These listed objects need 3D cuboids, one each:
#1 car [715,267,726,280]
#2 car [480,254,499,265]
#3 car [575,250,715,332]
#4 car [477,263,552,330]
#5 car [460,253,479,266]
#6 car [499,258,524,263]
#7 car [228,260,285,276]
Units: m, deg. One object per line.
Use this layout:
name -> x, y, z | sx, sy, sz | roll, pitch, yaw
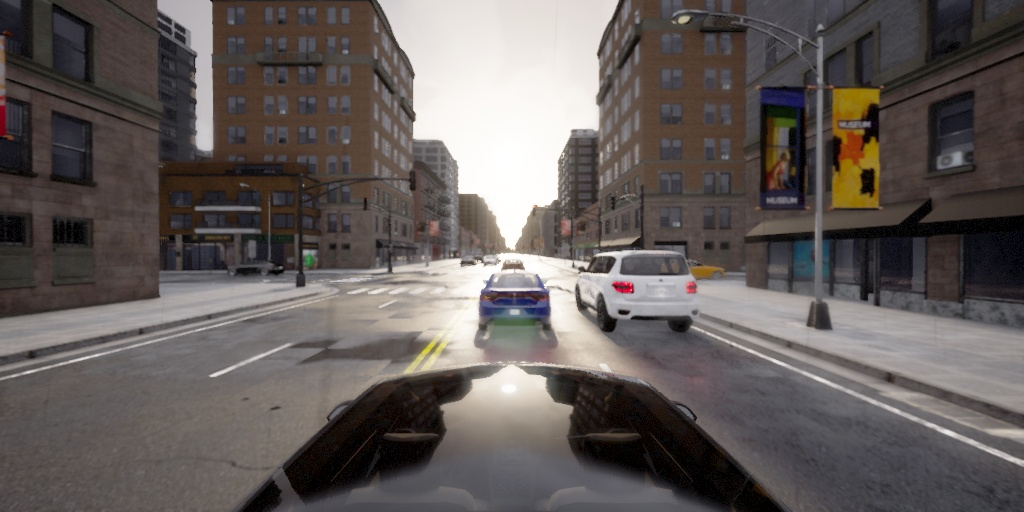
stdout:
car -> 12.747, 1.014, 25.973 | 5.008, 1.535, 1.882 | 0, 0, -1
car -> -3.317, 0.761, 53.936 | 1.812, 1.442, 4.674 | 0, 1, 0
car -> 3.334, 0.880, 10.679 | 2.150, 2.045, 5.566 | 0, 0, 0
car -> 0.083, 1.139, 10.814 | 1.882, 1.535, 5.008 | 0, 0, 0
car -> -6.567, 0.712, 53.994 | 1.882, 1.535, 5.008 | 0, 1, 0
car -> 0.099, 0.931, 32.370 | 1.882, 1.535, 5.008 | 0, 1, 0
car -> -22.121, 1.042, 31.105 | 4.313, 1.339, 1.948 | 0, 0, 0
